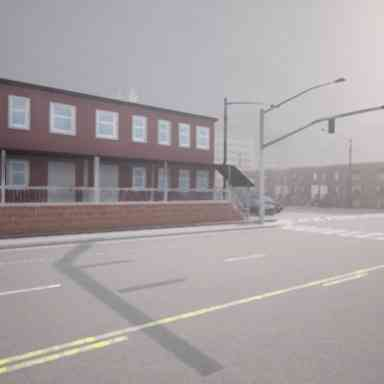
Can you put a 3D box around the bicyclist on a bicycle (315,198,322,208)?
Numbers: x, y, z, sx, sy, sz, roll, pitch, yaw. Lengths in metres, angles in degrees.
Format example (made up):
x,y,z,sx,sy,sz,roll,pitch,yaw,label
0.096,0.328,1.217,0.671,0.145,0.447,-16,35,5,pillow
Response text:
x,y,z,sx,sy,sz,roll,pitch,yaw,label
19.771,1.667,51.954,1.656,1.620,0.582,0,0,-36,bicyclist on a bicycle

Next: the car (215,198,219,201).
x,y,z,sx,sy,sz,roll,pitch,yaw,label
3.677,1.827,64.376,1.837,1.490,4.892,1,0,-36,car

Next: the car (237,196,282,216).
x,y,z,sx,sy,sz,roll,pitch,yaw,label
6.885,1.560,35.613,2.097,1.767,4.553,1,0,-36,car
